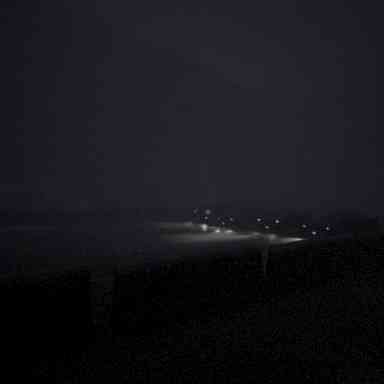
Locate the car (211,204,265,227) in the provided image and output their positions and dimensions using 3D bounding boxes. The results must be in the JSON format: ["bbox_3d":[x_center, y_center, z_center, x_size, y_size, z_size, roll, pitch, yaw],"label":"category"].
[{"bbox_3d":[4.296,1.759,24.150,5.357,1.411,2.033,1,0,-36],"label":"car"}]

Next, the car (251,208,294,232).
[{"bbox_3d":[6.306,1.825,21.285,4.718,1.301,1.895,1,0,-36],"label":"car"}]

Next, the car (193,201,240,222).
[{"bbox_3d":[2.285,1.553,27.015,4.553,1.767,2.097,1,0,-36],"label":"car"}]

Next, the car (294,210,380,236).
[{"bbox_3d":[8.366,1.714,18.455,5.357,1.411,2.033,1,0,-36],"label":"car"}]
